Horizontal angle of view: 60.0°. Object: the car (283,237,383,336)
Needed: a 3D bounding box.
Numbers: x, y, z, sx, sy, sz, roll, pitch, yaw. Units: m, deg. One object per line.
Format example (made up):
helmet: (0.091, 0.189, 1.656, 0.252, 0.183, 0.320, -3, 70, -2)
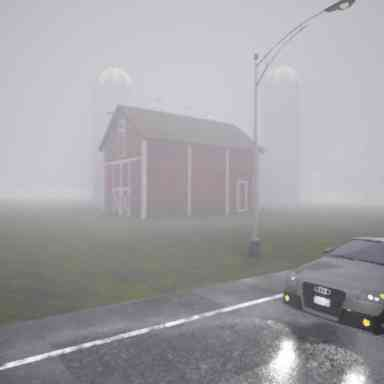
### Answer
car: (3.759, 1.642, 6.665, 4.181, 1.385, 1.994, 1, 0, -36)
